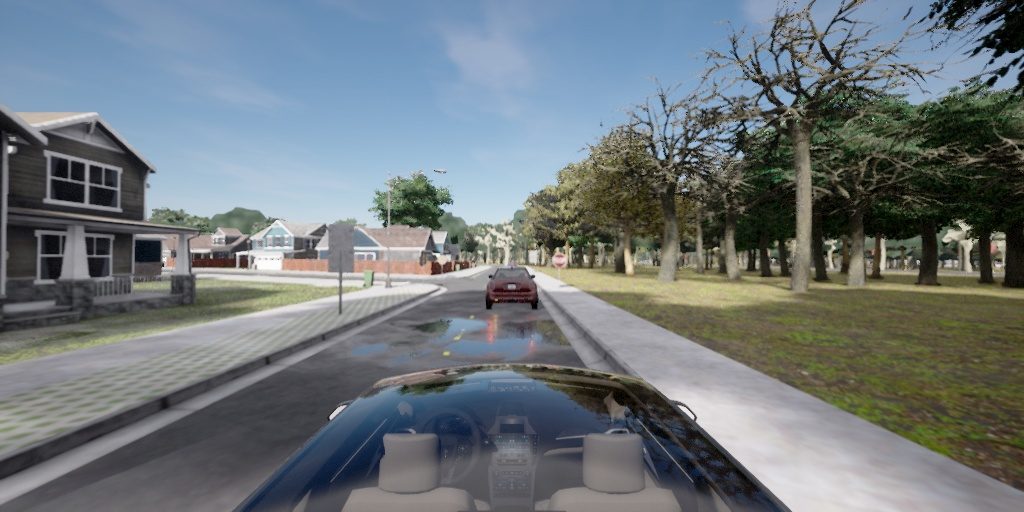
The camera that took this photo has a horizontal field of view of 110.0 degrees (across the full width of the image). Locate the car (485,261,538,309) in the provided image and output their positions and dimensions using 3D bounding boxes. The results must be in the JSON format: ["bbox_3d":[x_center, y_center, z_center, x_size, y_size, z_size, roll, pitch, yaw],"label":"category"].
[{"bbox_3d":[-0.003,1.234,15.935,2.097,1.767,4.553,0,-1,0],"label":"car"}]
